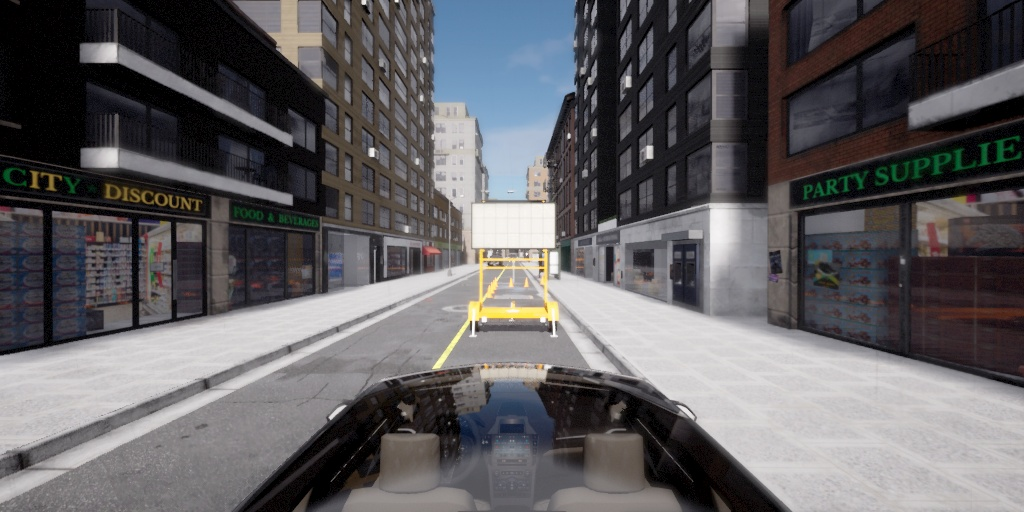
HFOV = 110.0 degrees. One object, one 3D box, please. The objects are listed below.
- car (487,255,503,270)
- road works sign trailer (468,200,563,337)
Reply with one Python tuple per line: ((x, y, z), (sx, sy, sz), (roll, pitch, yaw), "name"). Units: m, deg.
((-2.492, 0.934, 53.025), (2.150, 2.045, 5.566), (0, 0, 0), "car")
((0.047, 0.212, 10.257), (2.380, 3.560, 2.880), (0, 0, 0), "road works sign trailer")
